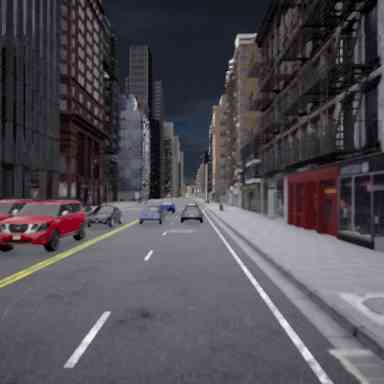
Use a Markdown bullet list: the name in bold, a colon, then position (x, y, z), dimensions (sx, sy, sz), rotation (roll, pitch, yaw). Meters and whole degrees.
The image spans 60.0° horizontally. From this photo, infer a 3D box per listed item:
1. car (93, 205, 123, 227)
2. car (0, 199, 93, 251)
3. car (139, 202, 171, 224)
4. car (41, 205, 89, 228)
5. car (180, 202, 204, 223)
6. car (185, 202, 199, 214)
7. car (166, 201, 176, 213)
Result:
- **car**: position (-6.555, 1.795, 25.330), dimensions (1.837, 1.490, 4.892), rotation (0, 0, 0)
- **car**: position (-6.594, 1.397, 15.283), dimensions (2.150, 2.045, 5.566), rotation (0, -1, 0)
- **car**: position (-3.241, 1.871, 28.066), dimensions (2.033, 1.411, 5.357), rotation (0, -1, 0)
- **car**: position (-9.752, 1.818, 26.016), dimensions (1.837, 1.490, 4.892), rotation (0, -1, 0)
- **car**: position (0.012, 1.903, 29.433), dimensions (1.994, 1.385, 4.181), rotation (0, -1, 1)
- **car**: position (0.059, 2.039, 44.558), dimensions (1.812, 1.442, 4.674), rotation (0, -1, 0)
- **car**: position (-3.189, 1.990, 44.477), dimensions (1.882, 1.535, 5.008), rotation (0, -1, 0)
